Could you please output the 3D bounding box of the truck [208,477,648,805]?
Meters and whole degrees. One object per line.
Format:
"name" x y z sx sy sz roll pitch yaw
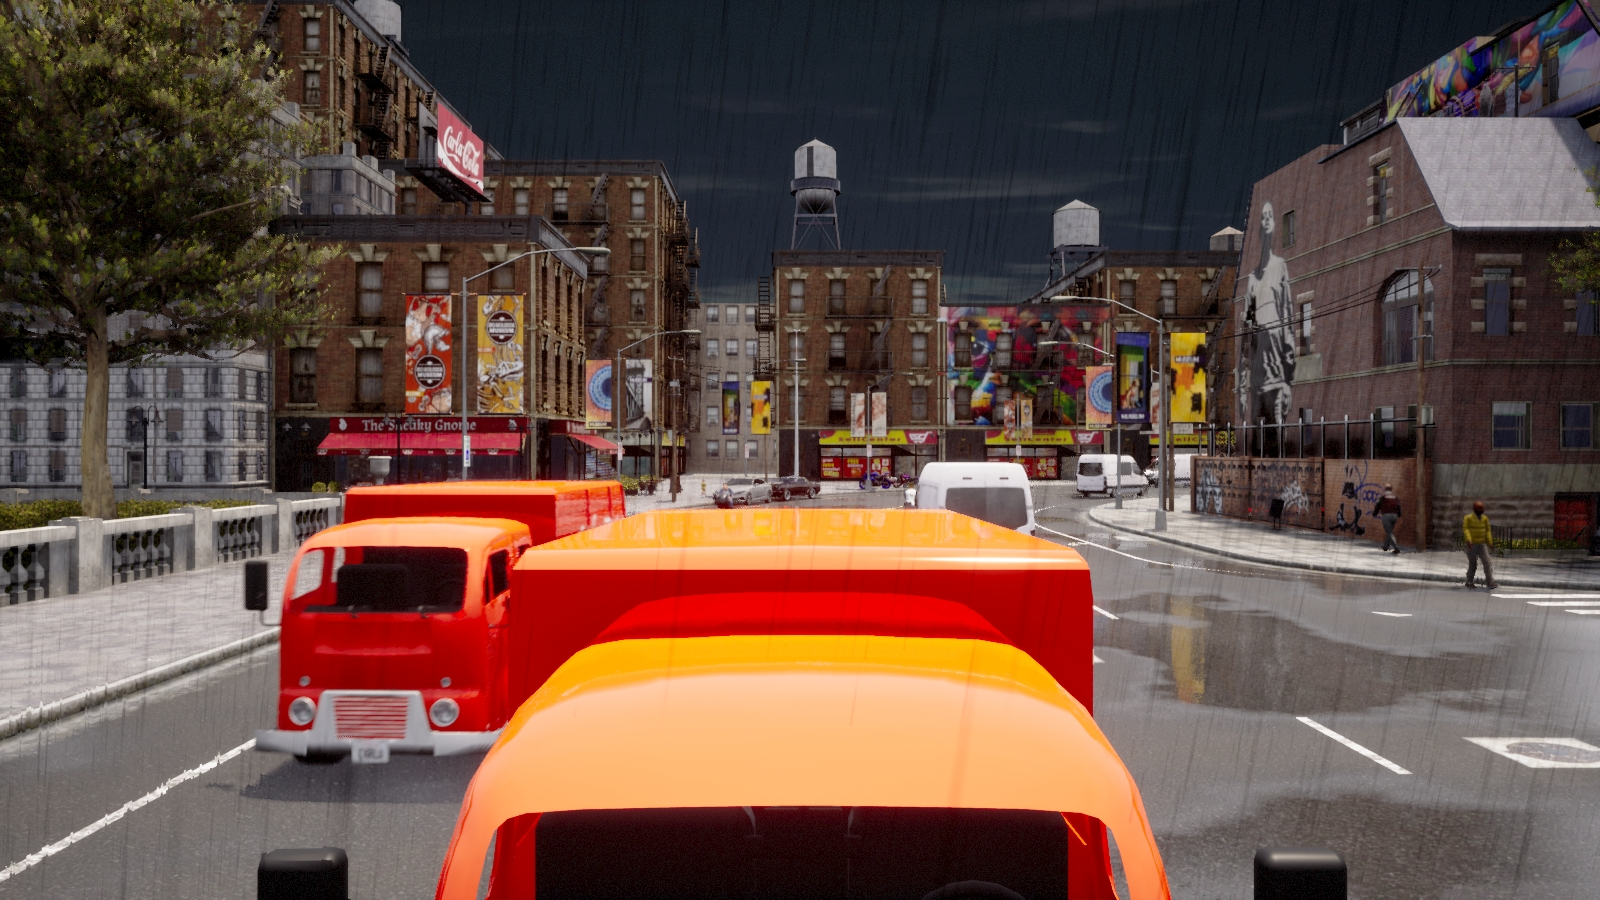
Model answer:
"truck" -3.316 1.573 11.685 2.627 2.467 5.204 0 0 2

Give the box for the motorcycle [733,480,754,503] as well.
"motorcycle" -3.014 2.237 61.530 0.803 1.145 2.033 1 0 6

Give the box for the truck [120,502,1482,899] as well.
"truck" -0.002 1.571 4.805 2.627 2.467 5.204 0 0 0

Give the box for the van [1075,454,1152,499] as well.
"van" 18.956 1.561 68.900 1.988 2.561 5.915 0 0 43

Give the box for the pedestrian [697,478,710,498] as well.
"pedestrian" -5.347 2.101 63.306 0.500 1.100 0.500 0 0 22

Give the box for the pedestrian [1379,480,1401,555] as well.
"pedestrian" 14.983 1.708 29.009 0.375 1.860 0.375 0 0 2

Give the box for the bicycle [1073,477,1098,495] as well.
"bicycle" 18.171 2.284 72.705 1.487 1.080 0.859 0 0 -41

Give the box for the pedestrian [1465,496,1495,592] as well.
"pedestrian" 13.506 1.858 22.687 0.375 1.860 0.375 0 0 -1

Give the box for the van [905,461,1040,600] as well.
"van" 3.519 1.544 24.435 1.988 2.561 5.915 0 0 0
